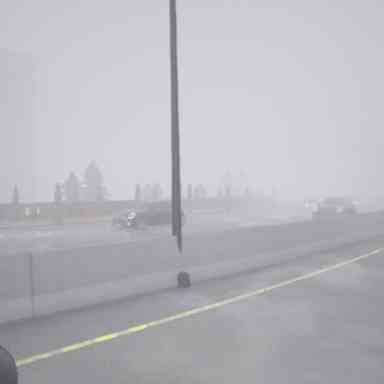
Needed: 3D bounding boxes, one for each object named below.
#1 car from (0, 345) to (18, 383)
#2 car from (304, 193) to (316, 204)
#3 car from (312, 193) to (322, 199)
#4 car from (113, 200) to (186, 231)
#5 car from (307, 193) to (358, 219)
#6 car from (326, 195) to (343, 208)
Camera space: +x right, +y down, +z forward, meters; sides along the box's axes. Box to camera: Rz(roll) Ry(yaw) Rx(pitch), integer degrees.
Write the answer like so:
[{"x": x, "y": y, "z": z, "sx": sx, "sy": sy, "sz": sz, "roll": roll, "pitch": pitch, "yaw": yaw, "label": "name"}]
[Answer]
[{"x": -3.514, "y": 1.505, "z": 1.396, "sx": 5.008, "sy": 1.535, "sz": 1.882, "roll": -1, "pitch": 0, "yaw": -35, "label": "car"}, {"x": 19.857, "y": 1.258, "z": 55.535, "sx": 1.994, "sy": 1.385, "sz": 4.181, "roll": -1, "pitch": 0, "yaw": 19, "label": "car"}, {"x": 31.339, "y": 0.966, "z": 83.270, "sx": 1.837, "sy": 1.490, "sz": 4.892, "roll": -1, "pitch": 0, "yaw": 15, "label": "car"}, {"x": -2.573, "y": 1.305, "z": 20.443, "sx": 4.553, "sy": 1.767, "sz": 2.097, "roll": -1, "pitch": 0, "yaw": -44, "label": "car"}, {"x": 10.457, "y": 1.170, "z": 24.257, "sx": 2.097, "sy": 1.767, "sz": 4.553, "roll": -1, "pitch": 0, "yaw": 39, "label": "car"}, {"x": 18.622, "y": 1.183, "z": 43.411, "sx": 1.882, "sy": 1.535, "sz": 5.008, "roll": -1, "pitch": 0, "yaw": 25, "label": "car"}]
